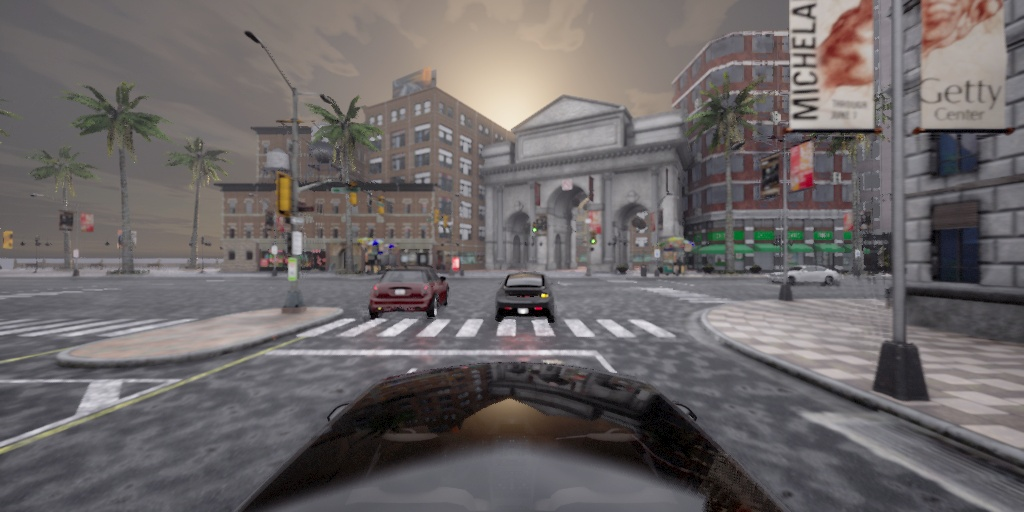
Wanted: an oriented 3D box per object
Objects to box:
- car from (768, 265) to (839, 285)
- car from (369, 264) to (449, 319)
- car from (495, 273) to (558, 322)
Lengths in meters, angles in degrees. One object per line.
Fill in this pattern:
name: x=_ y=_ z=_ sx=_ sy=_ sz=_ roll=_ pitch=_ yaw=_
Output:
car: x=22.395 y=1.435 z=27.602 sx=4.674 sy=1.442 sz=1.812 roll=0 pitch=0 yaw=1
car: x=-3.623 y=1.173 z=13.384 sx=2.097 sy=1.767 sz=4.553 roll=0 pitch=0 yaw=-3
car: x=0.553 y=1.325 z=12.749 sx=1.837 sy=1.490 sz=4.892 roll=0 pitch=0 yaw=6
